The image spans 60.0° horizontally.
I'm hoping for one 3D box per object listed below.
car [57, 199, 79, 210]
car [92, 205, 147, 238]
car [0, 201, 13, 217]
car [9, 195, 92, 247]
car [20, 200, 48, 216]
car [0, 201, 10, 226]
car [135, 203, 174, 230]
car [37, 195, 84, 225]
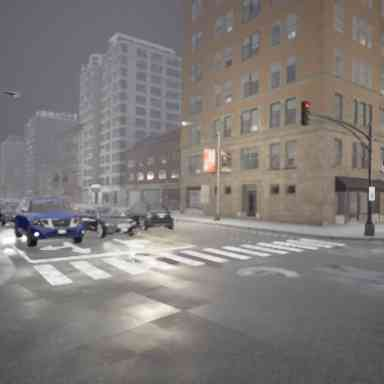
[{"bbox_3d":[-17.870,1.762,47.939,1.812,1.442,4.674,1,-1,-36],"label":"car"},{"bbox_3d":[-4.721,1.573,18.279,2.128,1.511,4.902,1,-1,-36],"label":"car"},{"bbox_3d":[-18.643,1.590,32.030,1.994,1.385,4.181,1,-1,-36],"label":"car"},{"bbox_3d":[-6.854,1.244,15.691,2.150,2.045,5.566,1,-1,-36],"label":"car"},{"bbox_3d":[-16.570,1.592,34.714,1.837,1.490,4.892,1,-1,-36],"label":"car"},{"bbox_3d":[-12.760,1.509,23.864,2.128,1.511,4.902,1,-1,-36],"label":"car"},{"bbox_3d":[-3.072,1.496,21.840,2.097,1.767,4.553,1,-1,-35],"label":"car"},{"bbox_3d":[-10.597,1.300,26.432,2.150,2.045,5.566,1,-1,-36],"label":"car"}]
